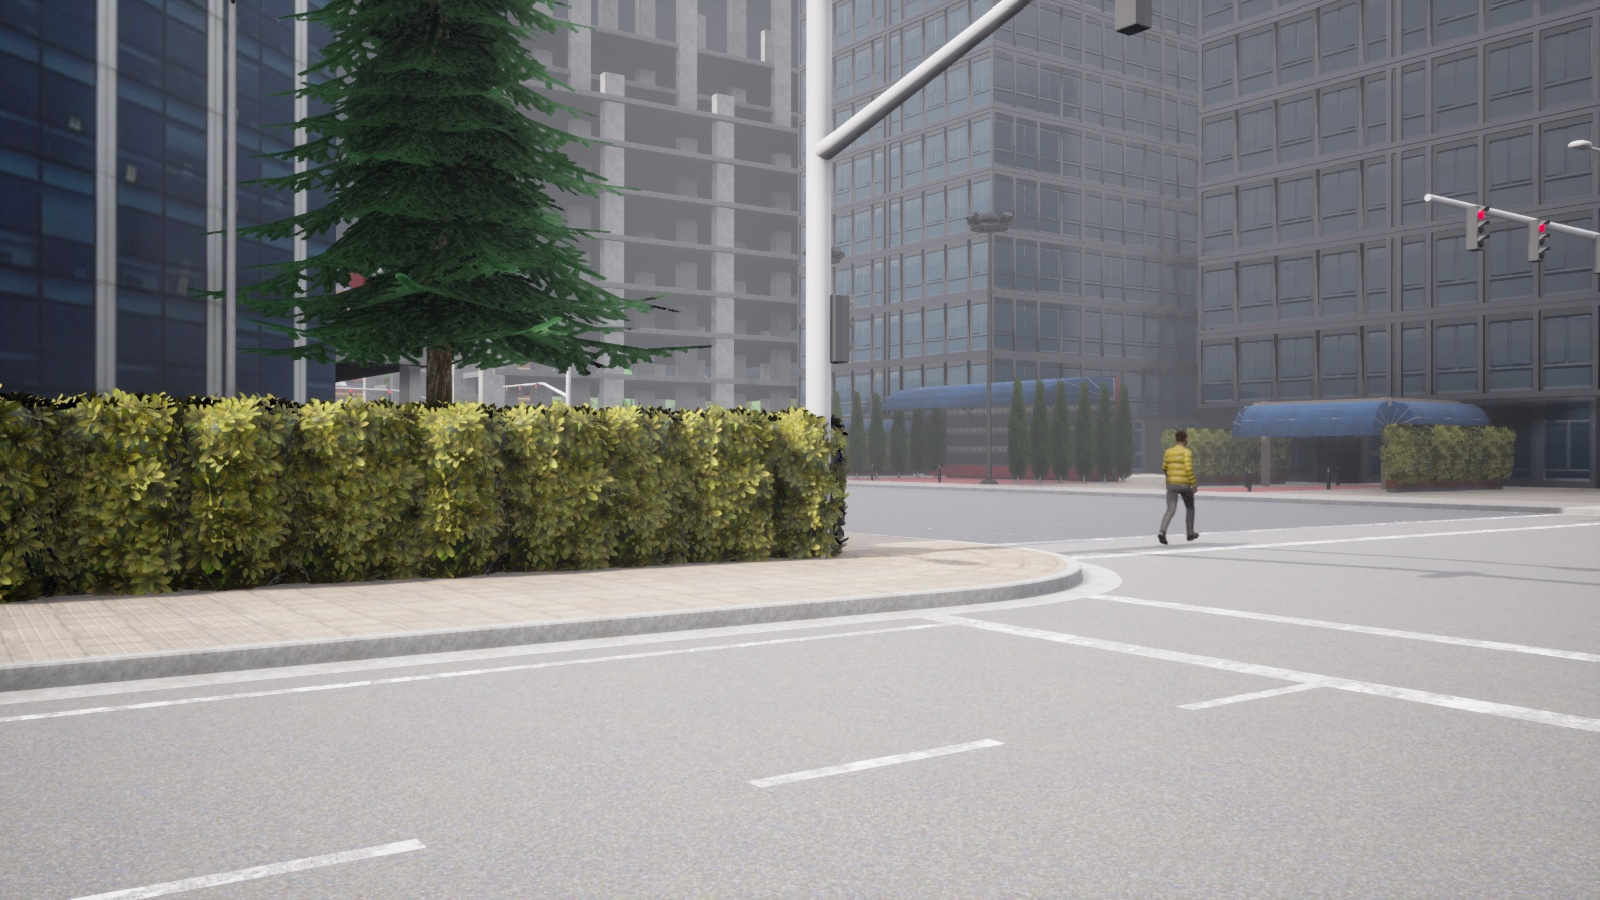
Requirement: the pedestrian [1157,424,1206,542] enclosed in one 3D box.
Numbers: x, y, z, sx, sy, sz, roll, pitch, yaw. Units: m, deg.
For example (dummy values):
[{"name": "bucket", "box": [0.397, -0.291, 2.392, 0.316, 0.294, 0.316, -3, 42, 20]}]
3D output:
[{"name": "pedestrian", "box": [6.071, 0.520, 20.003, 0.709, 1.840, 0.431, 0, 0, -41]}]
